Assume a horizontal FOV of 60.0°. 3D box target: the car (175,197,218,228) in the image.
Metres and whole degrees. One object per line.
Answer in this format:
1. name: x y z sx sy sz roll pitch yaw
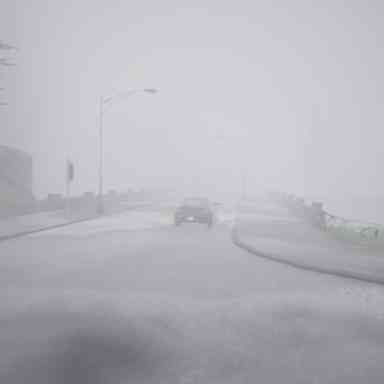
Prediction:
1. car: 0.308 0.962 17.453 1.812 1.442 4.674 1 2 9
